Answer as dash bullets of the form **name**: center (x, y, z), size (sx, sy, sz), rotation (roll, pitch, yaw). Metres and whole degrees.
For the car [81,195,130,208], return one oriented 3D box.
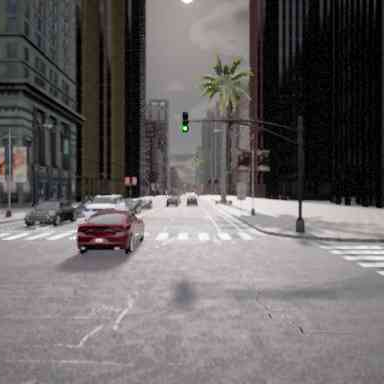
- **car**: center (-6.590, 1.251, 25.726), size (2.150, 2.045, 5.566), rotation (0, 0, 0)

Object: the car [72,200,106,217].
- **car**: center (-9.828, 1.562, 32.217), size (1.812, 1.442, 4.674), rotation (0, 0, 0)

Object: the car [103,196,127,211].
- **car**: center (-9.747, 1.401, 42.431), size (2.097, 1.767, 4.553), rotation (0, 0, 0)

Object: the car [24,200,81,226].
- **car**: center (-9.872, 1.379, 23.524), size (2.097, 1.767, 4.553), rotation (0, 0, 1)

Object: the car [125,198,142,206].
- **car**: center (-9.757, 1.665, 55.876), size (1.895, 1.301, 4.718), rotation (0, 0, 0)

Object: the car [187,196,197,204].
- **car**: center (0.005, 1.555, 66.512), size (1.882, 1.535, 5.008), rotation (0, 0, 0)

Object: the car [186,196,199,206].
- **car**: center (0.004, 1.570, 56.379), size (1.837, 1.490, 4.892), rotation (0, 0, 0)

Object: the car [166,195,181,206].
- **car**: center (-3.246, 1.568, 54.786), size (1.837, 1.490, 4.892), rotation (0, 0, 0)

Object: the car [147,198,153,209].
- **car**: center (-6.498, 1.544, 45.892), size (2.128, 1.511, 4.902), rotation (0, 0, 0)

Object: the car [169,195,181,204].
- **car**: center (-3.245, 1.432, 65.177), size (2.097, 1.767, 4.553), rotation (0, 0, 0)

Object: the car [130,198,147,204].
- **car**: center (-6.558, 1.532, 35.770), size (2.128, 1.511, 4.902), rotation (0, 0, 1)

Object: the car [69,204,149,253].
- **car**: center (-3.148, 1.493, 13.748), size (1.882, 1.535, 5.008), rotation (0, 0, 0)
